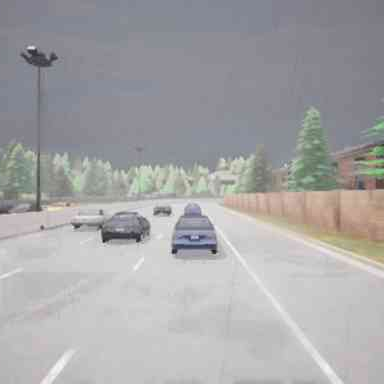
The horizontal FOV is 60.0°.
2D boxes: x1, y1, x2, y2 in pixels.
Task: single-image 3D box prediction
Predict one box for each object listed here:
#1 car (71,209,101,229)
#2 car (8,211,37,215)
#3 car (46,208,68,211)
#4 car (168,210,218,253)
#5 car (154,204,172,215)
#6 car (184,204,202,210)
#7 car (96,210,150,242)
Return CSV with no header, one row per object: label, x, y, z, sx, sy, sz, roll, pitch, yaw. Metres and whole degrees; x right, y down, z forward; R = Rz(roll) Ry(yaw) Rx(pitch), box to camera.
car,-6.913,1.875,23.713,1.895,1.301,4.718,0,-1,0
car,-17.613,1.933,35.361,1.812,1.442,4.674,0,-1,0
car,-14.114,1.885,35.357,1.882,1.535,5.008,0,-1,0
car,0.092,1.716,14.532,2.033,1.411,5.357,0,-1,0
car,-3.422,2.060,39.846,1.895,1.301,4.718,0,-1,0
car,0.080,1.952,35.109,2.033,1.411,5.357,0,-1,0
car,-3.410,1.769,17.724,1.994,1.385,4.181,0,-1,0
